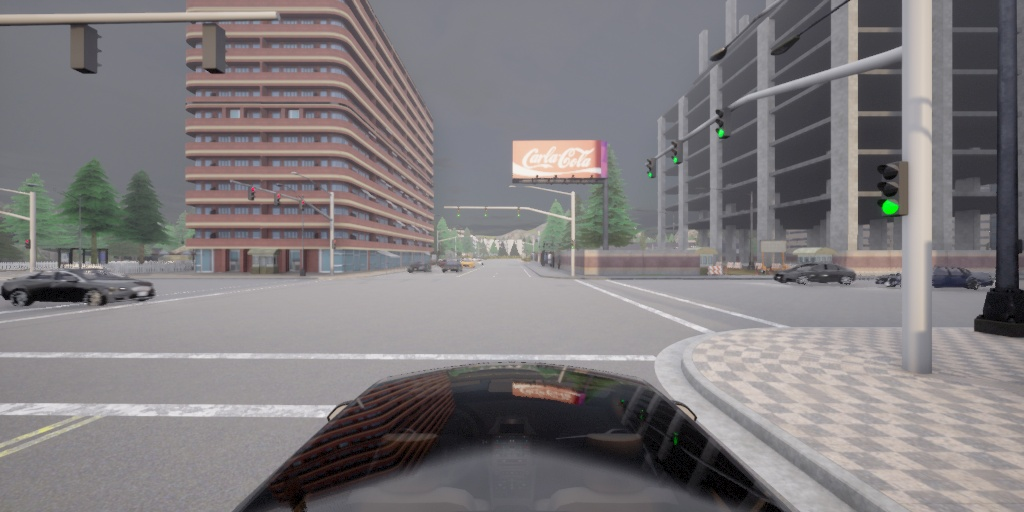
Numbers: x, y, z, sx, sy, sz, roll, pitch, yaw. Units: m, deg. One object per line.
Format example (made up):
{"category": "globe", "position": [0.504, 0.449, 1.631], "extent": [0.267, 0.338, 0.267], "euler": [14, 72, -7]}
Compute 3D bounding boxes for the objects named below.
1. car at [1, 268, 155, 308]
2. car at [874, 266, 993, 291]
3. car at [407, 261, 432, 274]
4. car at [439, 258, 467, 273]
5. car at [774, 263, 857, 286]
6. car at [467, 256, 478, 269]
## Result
{"category": "car", "position": [-17.524, 1.265, 14.647], "extent": [4.902, 1.511, 2.128], "euler": [0, 0, 0]}
{"category": "car", "position": [25.208, 1.297, 21.509], "extent": [5.357, 1.411, 2.033], "euler": [0, 0, 0]}
{"category": "car", "position": [-10.585, 1.313, 41.357], "extent": [1.994, 1.385, 4.181], "euler": [0, 0, 0]}
{"category": "car", "position": [-7.086, 1.296, 43.064], "extent": [2.033, 1.411, 5.357], "euler": [0, 0, 0]}
{"category": "car", "position": [21.067, 1.254, 25.032], "extent": [4.892, 1.490, 1.837], "euler": [0, 0, 0]}
{"category": "car", "position": [-7.073, 1.227, 57.599], "extent": [1.882, 1.535, 5.008], "euler": [0, 1, 0]}
